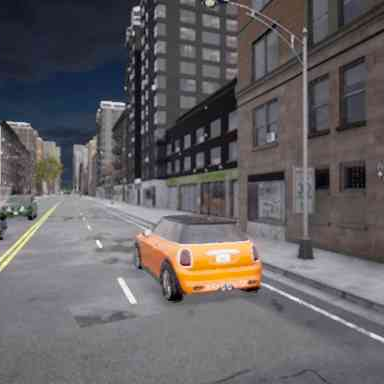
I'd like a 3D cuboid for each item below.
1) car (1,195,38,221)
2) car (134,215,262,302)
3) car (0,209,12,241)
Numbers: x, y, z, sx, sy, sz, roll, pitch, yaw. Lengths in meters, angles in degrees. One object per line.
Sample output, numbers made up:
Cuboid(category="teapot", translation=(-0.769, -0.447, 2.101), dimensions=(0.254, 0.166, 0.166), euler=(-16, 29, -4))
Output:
Cuboid(category="car", translation=(-14.162, 1.255, 27.549), dimensions=(2.150, 2.045, 5.566), euler=(0, 0, -20))
Cuboid(category="car", translation=(-0.127, 1.372, 8.718), dimensions=(2.097, 1.767, 4.553), euler=(0, 0, -21))
Cuboid(category="car", translation=(-9.161, 1.618, 13.992), dimensions=(1.895, 1.301, 4.718), euler=(0, 0, -20))
